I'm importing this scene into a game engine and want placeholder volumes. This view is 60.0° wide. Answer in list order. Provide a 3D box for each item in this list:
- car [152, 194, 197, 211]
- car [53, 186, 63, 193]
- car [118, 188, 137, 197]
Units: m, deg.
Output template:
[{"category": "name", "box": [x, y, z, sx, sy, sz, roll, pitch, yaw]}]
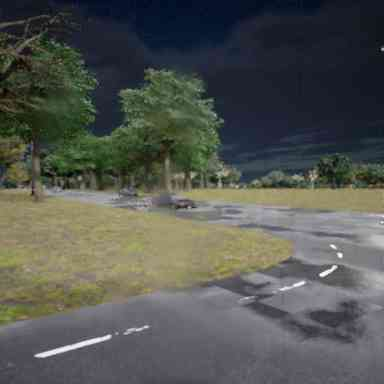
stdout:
[{"category": "car", "box": [-1.755, 0.897, 30.530, 2.033, 1.411, 5.357, -2, 3, -36]}, {"category": "car", "box": [-30.118, -0.514, 74.576, 2.128, 1.511, 4.902, -2, 2, -28]}, {"category": "car", "box": [-10.773, 0.061, 55.307, 1.994, 1.385, 4.181, -2, 3, -35]}]
